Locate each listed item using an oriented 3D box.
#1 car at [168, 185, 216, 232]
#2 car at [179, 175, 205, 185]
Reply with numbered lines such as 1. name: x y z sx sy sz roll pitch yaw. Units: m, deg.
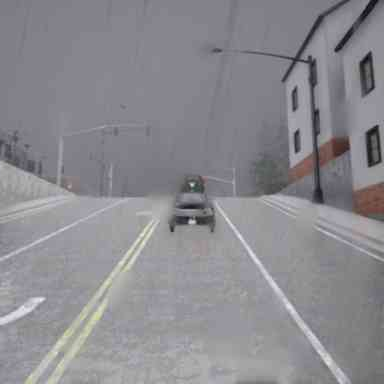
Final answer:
1. car: 0.013 0.719 14.560 2.128 1.511 4.902 1 4 0
2. car: 0.015 -0.467 30.272 2.150 2.045 5.566 0 0 0
